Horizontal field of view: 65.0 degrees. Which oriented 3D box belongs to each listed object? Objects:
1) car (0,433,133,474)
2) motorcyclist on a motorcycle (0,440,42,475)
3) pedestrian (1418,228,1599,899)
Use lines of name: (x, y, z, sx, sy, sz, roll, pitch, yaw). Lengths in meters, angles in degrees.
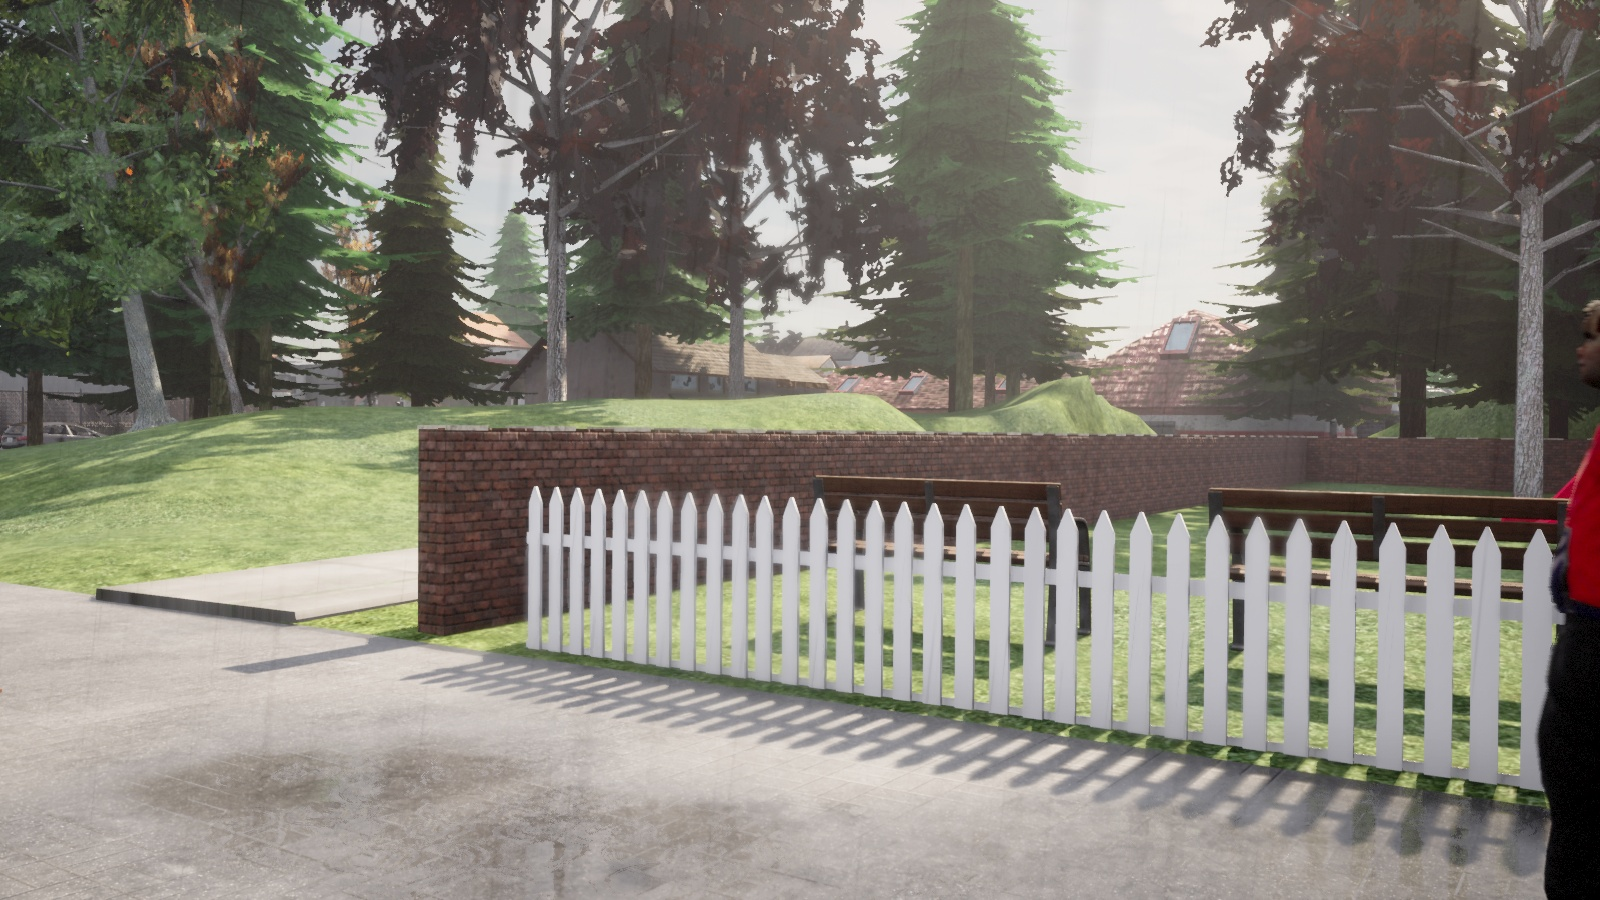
car: (-31.537, 0.125, 53.893, 2.242, 1.667, 4.611, 0, 1, 33)
motorcyclist on a motorcycle: (-35.075, 0.322, 55.800, 0.866, 1.530, 2.191, 0, 1, 34)
pedestrian: (2.209, 0.376, 3.261, 0.634, 1.844, 0.899, -1, 1, -39)
